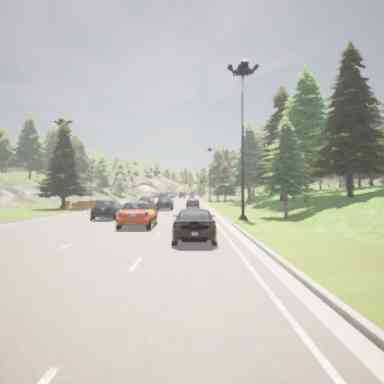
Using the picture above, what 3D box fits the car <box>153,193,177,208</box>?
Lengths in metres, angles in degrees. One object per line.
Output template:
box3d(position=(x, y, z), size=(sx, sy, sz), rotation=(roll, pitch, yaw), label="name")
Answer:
box3d(position=(-3.402, 1.383, 42.771), size=(2.097, 1.767, 4.553), rotation=(0, 0, 0), label="car")

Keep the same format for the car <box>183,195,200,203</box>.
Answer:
box3d(position=(0.105, 1.528, 46.792), size=(2.128, 1.511, 4.902), rotation=(0, 0, 0), label="car")

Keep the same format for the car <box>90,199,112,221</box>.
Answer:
box3d(position=(-6.897, 1.370, 27.803), size=(2.097, 1.767, 4.553), rotation=(0, 0, 0), label="car")

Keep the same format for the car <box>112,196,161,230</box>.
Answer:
box3d(position=(-3.415, 1.367, 21.415), size=(2.097, 1.767, 4.553), rotation=(0, 0, 0), label="car")

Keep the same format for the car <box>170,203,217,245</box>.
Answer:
box3d(position=(0.102, 1.490, 15.528), size=(1.882, 1.535, 5.008), rotation=(0, 0, 0), label="car")
